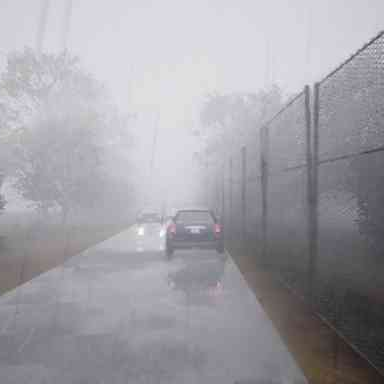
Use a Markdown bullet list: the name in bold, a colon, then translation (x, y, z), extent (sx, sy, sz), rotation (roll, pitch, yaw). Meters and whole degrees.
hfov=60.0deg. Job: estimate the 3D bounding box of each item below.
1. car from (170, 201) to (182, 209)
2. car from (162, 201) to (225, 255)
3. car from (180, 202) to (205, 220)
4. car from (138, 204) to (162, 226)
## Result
- **car**: translation (-3.078, 2.547, 65.295), extent (2.128, 1.511, 4.902), rotation (0, -2, 0)
- **car**: translation (0.101, 1.390, 13.639), extent (2.097, 1.767, 4.553), rotation (0, -1, 0)
- **car**: translation (0.025, 1.731, 31.572), extent (2.128, 1.511, 4.902), rotation (0, -1, 0)
- **car**: translation (-2.898, 1.674, 25.021), extent (1.812, 1.442, 4.674), rotation (0, -1, 0)
